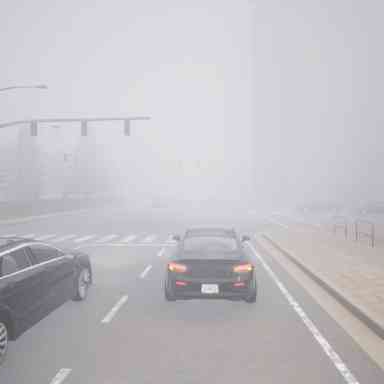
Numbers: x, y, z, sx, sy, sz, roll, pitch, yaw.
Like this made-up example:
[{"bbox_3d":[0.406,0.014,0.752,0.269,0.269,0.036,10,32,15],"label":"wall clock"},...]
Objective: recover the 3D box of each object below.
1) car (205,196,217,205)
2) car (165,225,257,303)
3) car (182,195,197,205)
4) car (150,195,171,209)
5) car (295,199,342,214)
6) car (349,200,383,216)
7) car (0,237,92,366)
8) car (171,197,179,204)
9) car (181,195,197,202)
[{"bbox_3d":[3.309,1.525,59.435,1.812,1.442,4.674,0,0,3],"label":"car"},{"bbox_3d":[0.456,1.526,8.119,1.812,1.442,4.674,0,0,4],"label":"car"},{"bbox_3d":[-0.198,1.525,59.632,1.812,1.442,4.674,0,0,3],"label":"car"},{"bbox_3d":[-4.500,1.351,45.932,2.097,1.767,4.553,0,0,1],"label":"car"},{"bbox_3d":[13.828,1.560,36.493,4.892,1.490,1.837,0,0,3],"label":"car"},{"bbox_3d":[18.082,1.560,32.787,4.892,1.490,1.837,0,0,2],"label":"car"},{"bbox_3d":[-3.214,1.492,5.466,2.128,1.511,4.902,0,0,4],"label":"car"},{"bbox_3d":[-3.651,1.564,62.578,1.994,1.385,4.181,0,0,4],"label":"car"},{"bbox_3d":[-0.581,1.500,77.011,1.837,1.490,4.892,0,0,24],"label":"car"}]
